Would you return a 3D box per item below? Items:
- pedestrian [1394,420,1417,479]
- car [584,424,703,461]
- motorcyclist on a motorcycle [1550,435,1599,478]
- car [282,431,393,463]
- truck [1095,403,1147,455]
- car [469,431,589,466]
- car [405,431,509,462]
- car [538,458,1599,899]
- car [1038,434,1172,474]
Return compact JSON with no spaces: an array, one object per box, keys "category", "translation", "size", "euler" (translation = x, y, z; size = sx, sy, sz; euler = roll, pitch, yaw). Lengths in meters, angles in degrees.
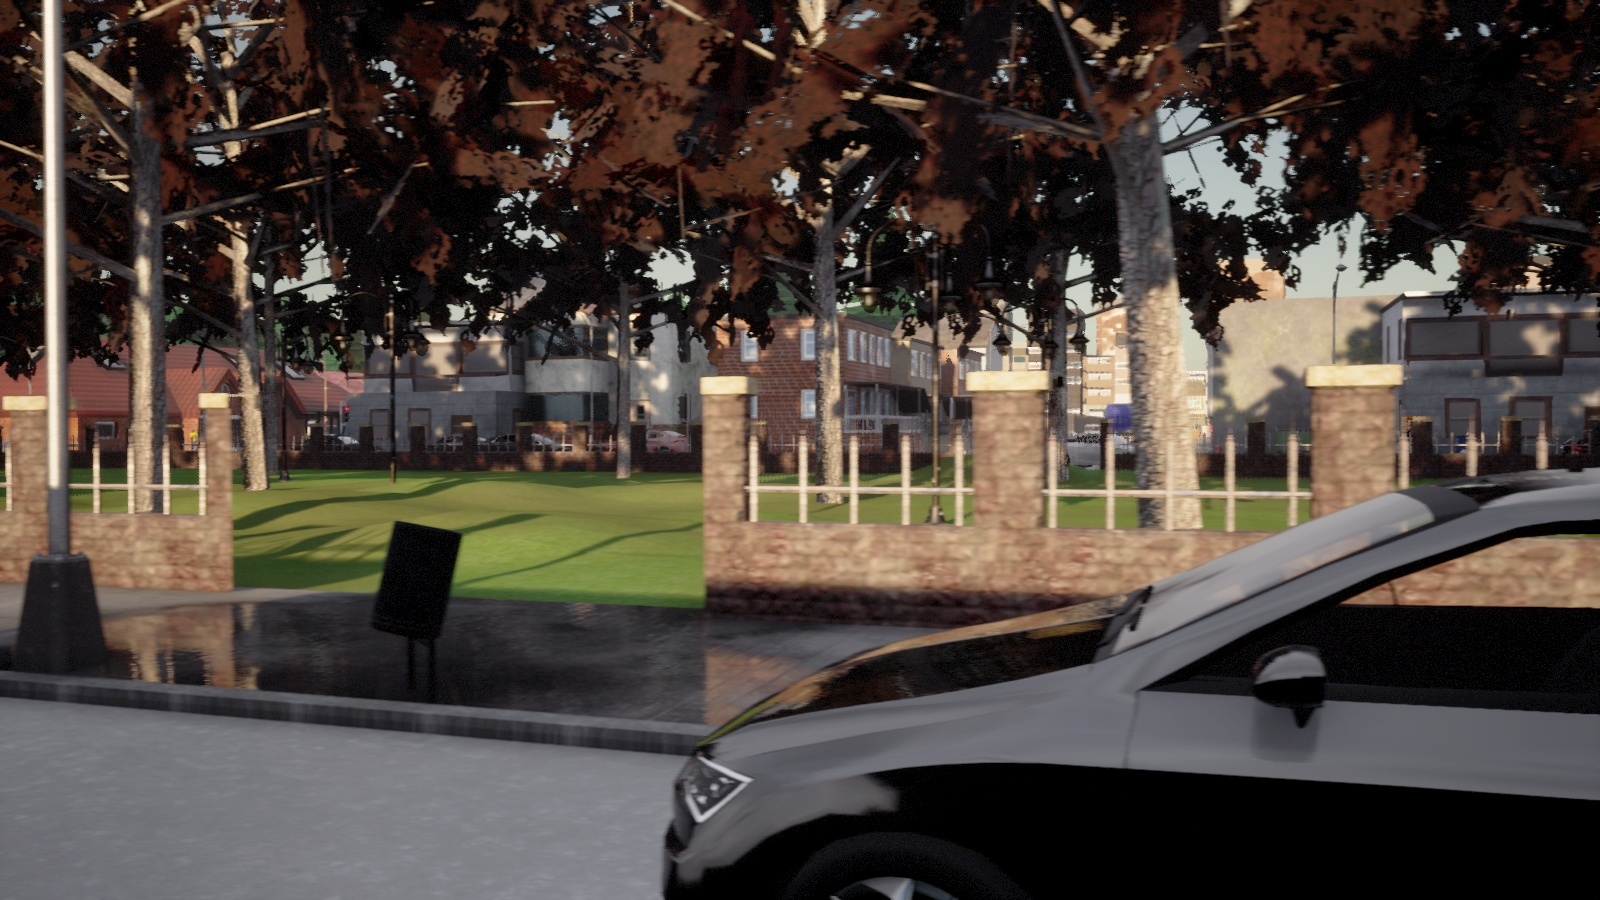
[{"category":"pedestrian","translation":[19.028,-0.023,39.444],"size":[0.594,1.836,0.345],"euler":[1,1,19]},{"category":"car","translation":[-7.251,-0.353,58.138],"size":[5.027,1.651,2.152],"euler":[1,1,19]},{"category":"motorcyclist on a motorcycle","translation":[28.842,0.234,46.024],"size":[2.191,1.530,0.866],"euler":[1,1,19]},{"category":"car","translation":[-21.591,-0.168,58.661],"size":[4.674,1.442,1.812],"euler":[0,1,15]},{"category":"truck","translation":[22.519,-1.475,87.764],"size":[2.891,3.462,7.936],"euler":[1,1,19]},{"category":"car","translation":[-11.974,-0.101,55.457],"size":[4.892,1.490,1.837],"euler":[0,1,16]},{"category":"car","translation":[-16.765,-0.193,61.376],"size":[4.674,1.442,1.812],"euler":[1,1,19]},{"category":"car","translation":[1.656,0.796,3.164],"size":[4.193,1.474,1.816],"euler":[1,1,19]},{"category":"car","translation":[11.647,0.126,48.097],"size":[4.674,1.442,1.812],"euler":[1,1,42]}]
